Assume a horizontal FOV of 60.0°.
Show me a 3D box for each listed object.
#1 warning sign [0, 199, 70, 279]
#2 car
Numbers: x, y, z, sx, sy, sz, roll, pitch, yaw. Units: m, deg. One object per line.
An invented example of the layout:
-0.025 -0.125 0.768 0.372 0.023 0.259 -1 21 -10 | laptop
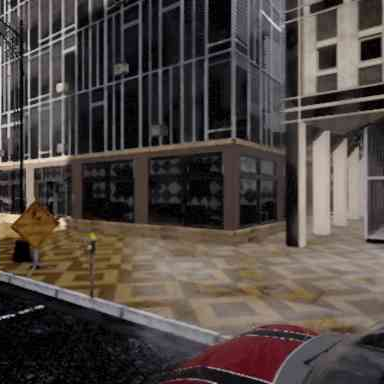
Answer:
-4.097 1.133 8.722 1.060 1.860 1.300 0 0 36 | warning sign
1.512 1.440 1.795 4.097 1.590 1.967 0 0 36 | car
